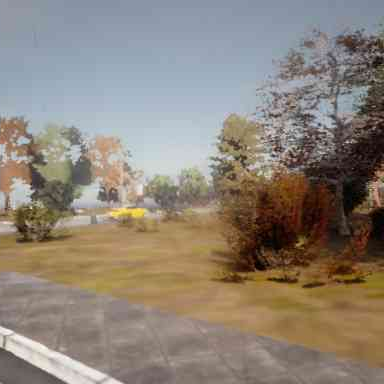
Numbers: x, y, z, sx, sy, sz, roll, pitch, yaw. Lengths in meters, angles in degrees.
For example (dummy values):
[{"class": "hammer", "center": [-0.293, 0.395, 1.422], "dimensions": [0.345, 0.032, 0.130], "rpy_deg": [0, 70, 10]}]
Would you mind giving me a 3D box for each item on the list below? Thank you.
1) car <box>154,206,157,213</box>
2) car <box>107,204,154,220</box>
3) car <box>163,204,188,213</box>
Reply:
[{"class": "car", "center": [-7.644, 2.712, 53.150], "dimensions": [1.837, 1.490, 4.892], "rpy_deg": [-3, -3, 32]}, {"class": "car", "center": [-6.642, 2.096, 34.871], "dimensions": [1.882, 1.535, 5.008], "rpy_deg": [-3, -2, 32]}, {"class": "car", "center": [-2.671, 2.616, 54.447], "dimensions": [2.033, 1.411, 5.357], "rpy_deg": [-3, -2, 32]}]
